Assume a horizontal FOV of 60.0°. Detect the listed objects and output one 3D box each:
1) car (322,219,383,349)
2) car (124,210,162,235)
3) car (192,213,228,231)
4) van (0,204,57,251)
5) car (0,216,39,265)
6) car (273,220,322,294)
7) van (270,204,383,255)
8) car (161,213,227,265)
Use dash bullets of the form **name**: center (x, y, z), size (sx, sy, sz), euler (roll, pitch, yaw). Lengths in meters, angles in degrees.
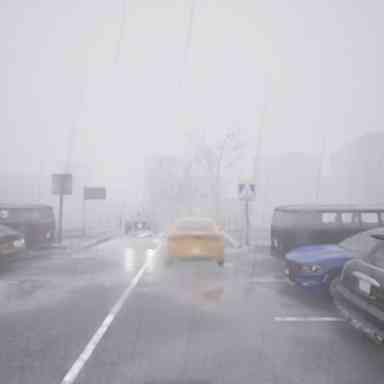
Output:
- **car**: center (4.649, 1.400, 4.874), size (4.553, 1.767, 2.185), euler (0, -1, 0)
- **car**: center (-3.001, 1.856, 21.090), size (1.994, 1.385, 4.181), euler (0, -3, 0)
- **car**: center (1.546, 2.430, 27.475), size (1.994, 1.385, 4.181), euler (-1, -4, 17)
- **van**: center (-7.767, 1.440, 12.965), size (4.442, 1.987, 1.878), euler (0, -1, 0)
- **car**: center (-7.680, 1.628, 10.174), size (4.792, 1.488, 2.163), euler (0, -1, 0)
- **car**: center (4.685, 1.556, 7.662), size (5.008, 1.535, 2.097), euler (0, -1, 0)
- **van**: center (4.797, 1.379, 10.441), size (4.442, 1.987, 1.878), euler (0, -1, 0)
- **car**: center (0.102, 1.650, 12.319), size (1.882, 1.535, 5.008), euler (0, -1, 0)
